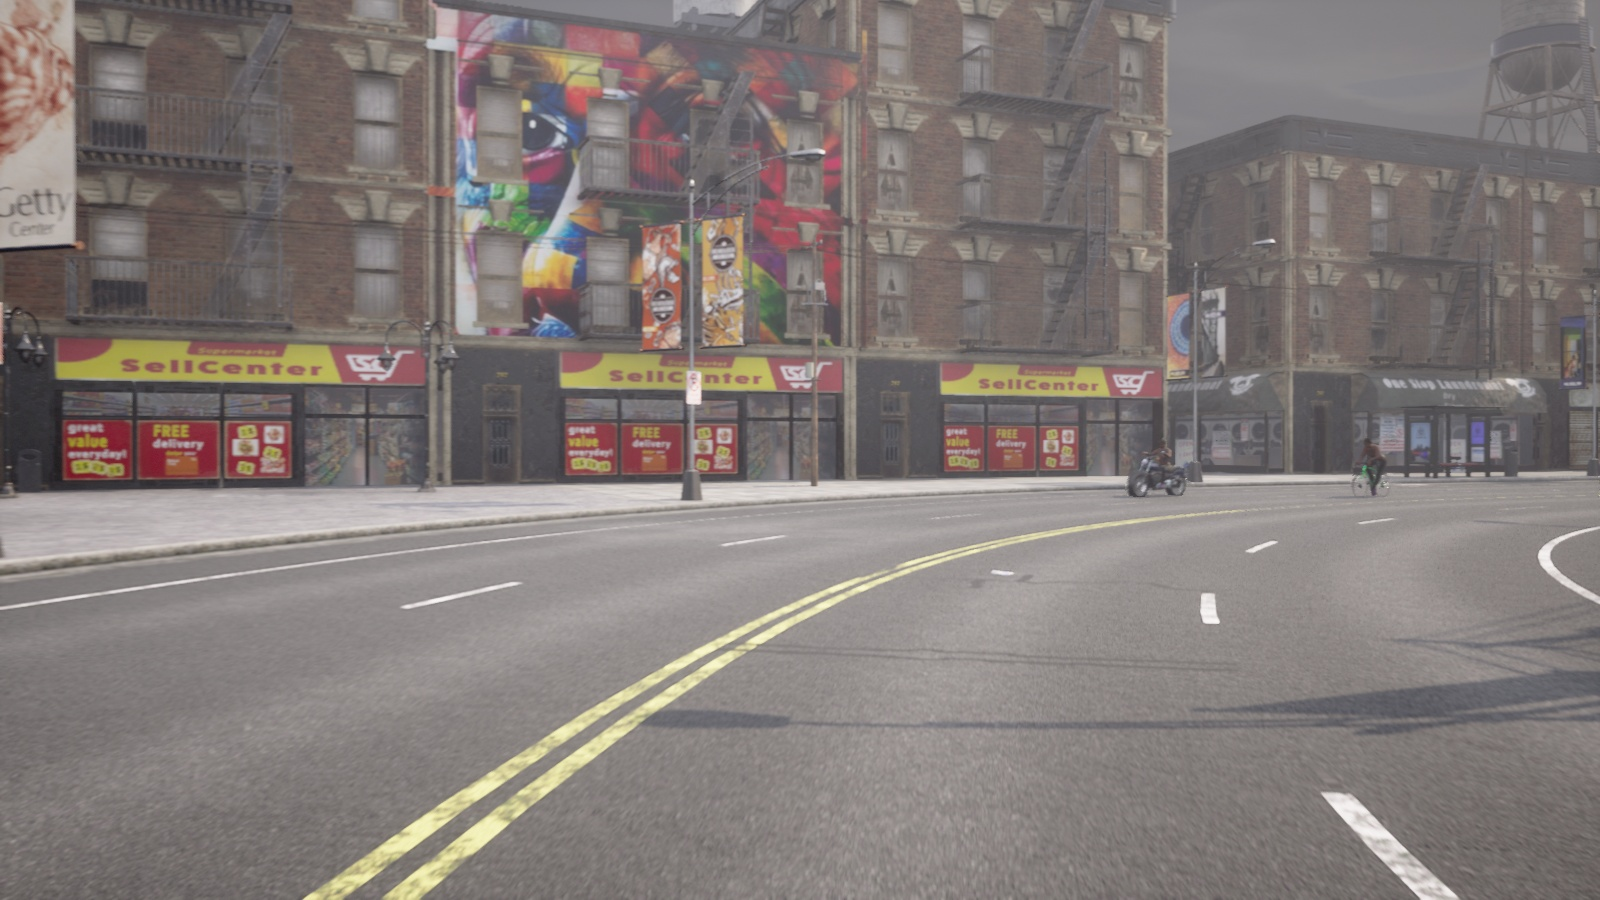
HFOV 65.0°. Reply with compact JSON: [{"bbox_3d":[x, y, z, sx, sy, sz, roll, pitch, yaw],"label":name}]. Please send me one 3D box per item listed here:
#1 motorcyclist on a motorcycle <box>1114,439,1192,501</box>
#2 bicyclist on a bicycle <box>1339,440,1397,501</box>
[{"bbox_3d":[9.693,0.518,34.448,2.350,1.649,0.766,0,1,-37],"label":"motorcyclist on a motorcycle"},{"bbox_3d":[15.411,0.532,34.074,1.656,1.620,0.582,0,1,-31],"label":"bicyclist on a bicycle"}]
